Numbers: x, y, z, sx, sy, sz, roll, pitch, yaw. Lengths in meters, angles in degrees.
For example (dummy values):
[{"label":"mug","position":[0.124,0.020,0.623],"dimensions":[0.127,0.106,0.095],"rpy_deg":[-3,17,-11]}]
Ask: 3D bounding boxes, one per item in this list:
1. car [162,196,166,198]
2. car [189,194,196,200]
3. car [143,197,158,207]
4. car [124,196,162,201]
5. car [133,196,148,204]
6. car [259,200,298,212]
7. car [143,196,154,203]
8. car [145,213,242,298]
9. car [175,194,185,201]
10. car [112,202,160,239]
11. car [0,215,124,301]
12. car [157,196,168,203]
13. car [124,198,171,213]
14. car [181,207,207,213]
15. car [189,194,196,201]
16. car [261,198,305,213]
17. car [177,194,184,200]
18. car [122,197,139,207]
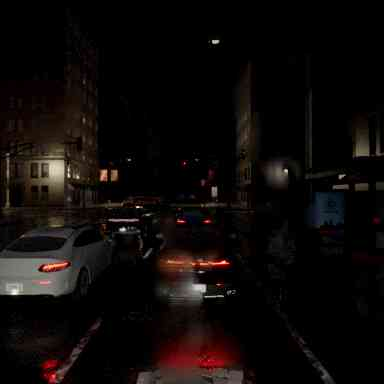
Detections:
[{"label":"car","position":[-6.488,1.546,61.987],"dimensions":[1.812,1.442,4.674],"rpy_deg":[0,0,1]},{"label":"car","position":[0.112,1.381,93.246],"dimensions":[2.033,1.411,5.357],"rpy_deg":[0,0,0]},{"label":"car","position":[-6.527,1.524,52.963],"dimensions":[1.837,1.490,4.892],"rpy_deg":[0,0,0]},{"label":"car","position":[-6.342,1.424,40.139],"dimensions":[4.553,1.767,2.097],"rpy_deg":[0,-1,0]},{"label":"car","position":[-9.722,1.511,63.549],"dimensions":[2.128,1.511,4.902],"rpy_deg":[0,0,1]},{"label":"car","position":[10.434,1.687,40.180],"dimensions":[4.181,1.385,1.994],"rpy_deg":[0,-1,0]},{"label":"car","position":[-9.662,1.544,73.763],"dimensions":[1.812,1.442,4.674],"rpy_deg":[0,0,0]},{"label":"car","position":[0.102,1.508,8.471],"dimensions":[1.837,1.490,4.892],"rpy_deg":[0,0,0]},{"label":"car","position":[-3.151,1.535,82.832],"dimensions":[2.128,1.511,4.902],"rpy_deg":[0,0,0]},{"label":"car","position":[-3.131,1.498,17.486],"dimensions":[2.128,1.511,4.902],"rpy_deg":[0,0,0]},{"label":"car","position":[-3.146,1.528,8.220],"dimensions":[1.812,1.442,4.674],"rpy_deg":[0,0,0]},{"label":"car","position":[-6.414,1.560,72.450],"dimensions":[2.033,1.411,5.357],"rpy_deg":[0,0,0]},{"label":"car","position":[-4.714,1.635,36.893],"dimensions":[4.718,1.301,1.895],"rpy_deg":[0,-1,0]},{"label":"car","position":[0.103,1.532,17.587],"dimensions":[1.812,1.442,4.674],"rpy_deg":[0,0,0]},{"label":"car","position":[0.100,1.605,83.274],"dimensions":[1.895,1.301,4.718],"rpy_deg":[0,0,0]},{"label":"car","position":[10.433,1.431,36.925],"dimensions":[4.553,1.767,2.097],"rpy_deg":[0,-1,0]},{"label":"car","position":[-3.138,1.319,93.251],"dimensions":[1.882,1.535,5.008],"rpy_deg":[0,0,0]},{"label":"car","position":[-9.772,1.524,53.420],"dimensions":[1.837,1.490,4.892],"rpy_deg":[0,0,0]}]
